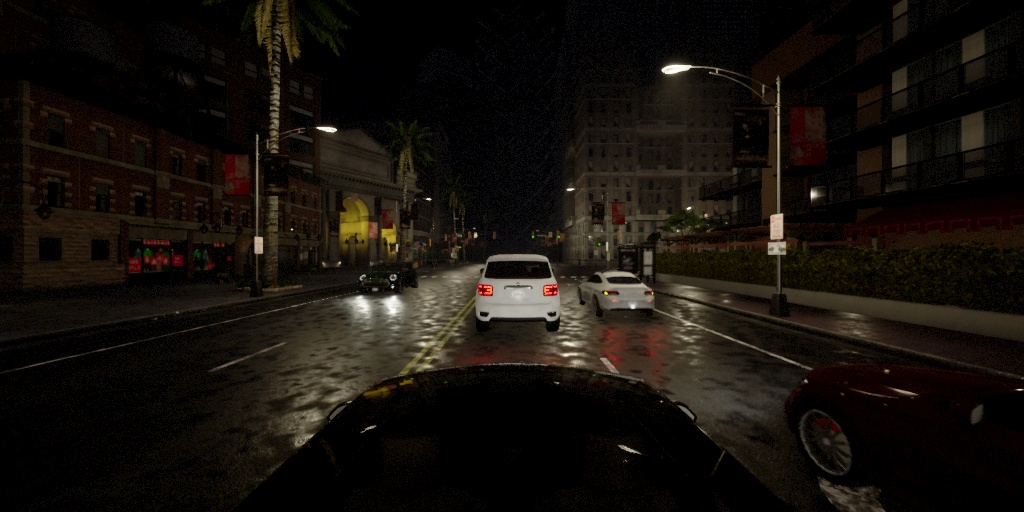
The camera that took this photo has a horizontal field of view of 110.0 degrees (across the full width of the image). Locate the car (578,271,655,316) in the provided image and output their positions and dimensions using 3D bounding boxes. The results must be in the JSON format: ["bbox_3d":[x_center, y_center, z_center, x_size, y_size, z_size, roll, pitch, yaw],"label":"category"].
[{"bbox_3d":[3.677,1.276,13.200,1.812,1.442,4.674,0,0,0],"label":"car"}]

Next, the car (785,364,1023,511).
[{"bbox_3d":[3.668,1.276,1.637,1.812,1.442,4.674,0,0,0],"label":"car"}]

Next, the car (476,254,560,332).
[{"bbox_3d":[0.159,0.972,11.043,2.150,2.045,5.566,0,0,0],"label":"car"}]

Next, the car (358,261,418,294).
[{"bbox_3d":[-6.890,1.099,20.342,2.097,1.767,4.553,0,0,0],"label":"car"}]
